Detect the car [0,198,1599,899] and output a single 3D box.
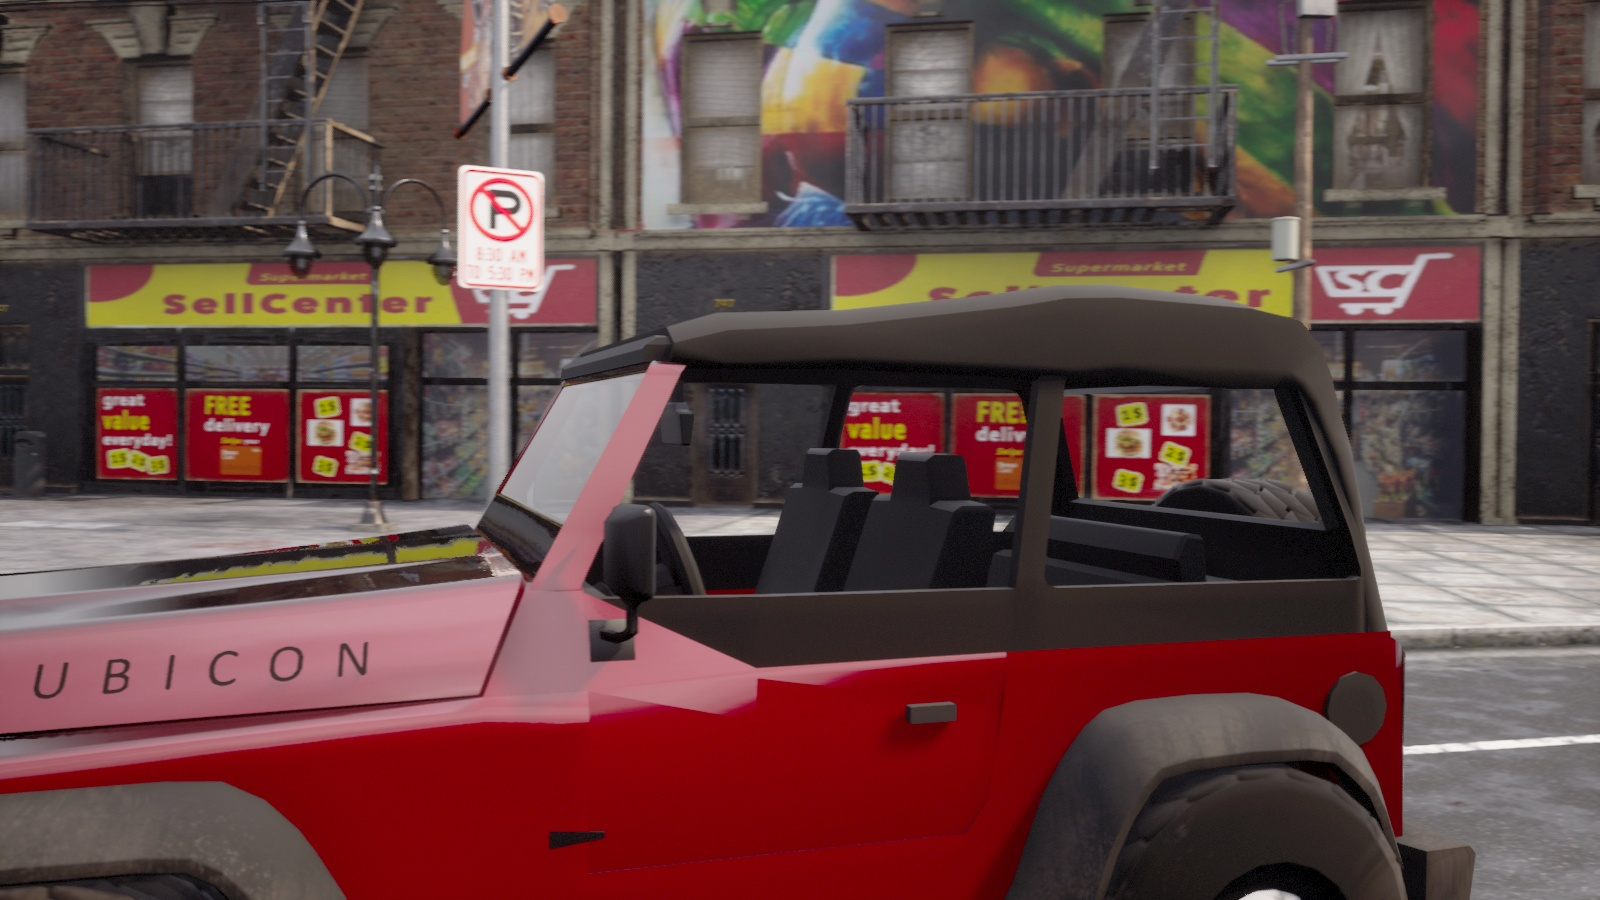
[{"bbox_3d":[-0.268,0.541,3.162,3.866,1.878,1.905,-1,1,-19],"label":"car"}]
